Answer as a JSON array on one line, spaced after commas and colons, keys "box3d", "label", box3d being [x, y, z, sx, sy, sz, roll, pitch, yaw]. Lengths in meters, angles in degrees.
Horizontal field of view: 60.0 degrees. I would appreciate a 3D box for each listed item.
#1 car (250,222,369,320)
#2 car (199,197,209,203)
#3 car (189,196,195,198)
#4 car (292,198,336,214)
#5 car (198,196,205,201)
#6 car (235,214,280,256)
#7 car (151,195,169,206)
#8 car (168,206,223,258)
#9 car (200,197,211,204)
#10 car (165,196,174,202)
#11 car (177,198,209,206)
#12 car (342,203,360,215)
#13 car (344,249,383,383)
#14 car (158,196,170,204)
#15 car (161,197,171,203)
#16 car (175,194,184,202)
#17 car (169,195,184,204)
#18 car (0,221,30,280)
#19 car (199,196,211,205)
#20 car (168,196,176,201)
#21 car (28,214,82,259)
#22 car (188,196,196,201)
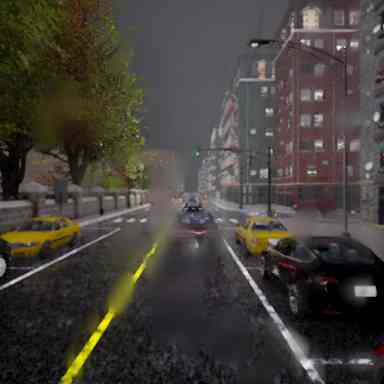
[{"box3d": [2.691, 1.580, 7.238, 1.947, 1.339, 4.313, 0, 0, 0], "label": "car"}, {"box3d": [2.699, 1.726, 73.041, 2.008, 1.369, 4.403, 0, 0, 0], "label": "car"}, {"box3d": [0.014, 1.731, 81.744, 2.033, 1.411, 5.357, 0, 0, 0], "label": "car"}, {"box3d": [14.622, 1.674, 39.860, 5.009, 1.841, 2.192, 1, -1, 0], "label": "car"}, {"box3d": [2.702, 1.787, 95.181, 1.887, 1.381, 4.507, 0, 0, 0], "label": "car"}, {"box3d": [2.691, 1.551, 13.039, 1.752, 1.417, 4.829, 0, 0, 0], "label": "car"}, {"box3d": [-5.685, 1.442, 56.436, 2.192, 1.841, 5.009, 0, 0, 0], "label": "car"}, {"box3d": [0.102, 1.516, 12.875, 2.128, 1.511, 4.902, 0, 0, 0], "label": "car"}, {"box3d": [2.698, 1.704, 67.505, 1.887, 1.381, 4.507, 0, 0, 0], "label": "car"}, {"box3d": [-5.680, 1.790, 84.111, 1.802, 1.307, 4.206, 0, 0, 0], "label": "car"}, {"box3d": [0.104, 1.551, 28.517, 2.128, 1.511, 4.902, 0, 0, 0], "label": "car"}, {"box3d": [20.312, 2.007, 39.873, 4.507, 1.381, 1.887, 1, -1, 0], "label": "car"}, {"box3d": [2.690, 1.443, 1.608, 1.967, 1.590, 4.097, 0, 0, 0], "label": "car"}, {"box3d": [-5.683, 1.599, 67.506, 1.967, 1.590, 4.097, 0, 0, 0], "label": "car"}, {"box3d": [-5.682, 1.720, 73.041, 1.887, 1.381, 4.507, 0, 0, 0], "label": "car"}, {"box3d": [-2.987, 1.520, 83.511, 2.097, 1.767, 4.553, 0, 0, 0], "label": "car"}, {"box3d": [-2.993, 1.513, 67.189, 2.097, 1.767, 4.553, 0, 0, 0], "label": "car"}, {"box3d": [-5.689, 1.564, 7.238, 2.008, 1.369, 4.403, 0, 0, 0], "label": "car"}, {"box3d": [2.697, 1.669, 62.140, 1.752, 1.417, 4.829, 0, 0, 0], "label": "car"}, {"box3d": [-5.678, 1.824, 95.182, 1.802, 1.307, 4.206, 0, 0, 0], "label": "car"}, {"box3d": [-5.689, 1.550, 12.699, 1.752, 1.417, 4.829, 0, 0, 0], "label": "car"}, {"box3d": [0.015, 1.698, 92.172, 1.994, 1.385, 4.181, 0, 0, 0], "label": "car"}]
